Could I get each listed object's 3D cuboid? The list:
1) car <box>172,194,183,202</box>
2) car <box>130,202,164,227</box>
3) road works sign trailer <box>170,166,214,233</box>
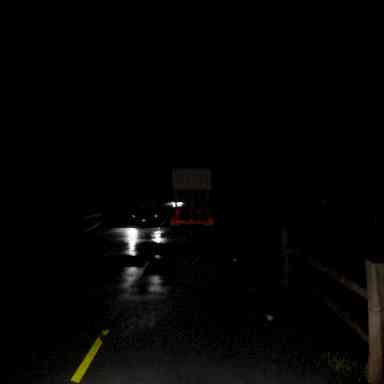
[{"bbox_3d":[-2.774,1.193,63.177,2.128,1.511,4.902,0,0,1],"label":"car"},{"bbox_3d":[-2.846,1.390,21.891,1.812,1.442,4.674,0,0,0],"label":"car"},{"bbox_3d":[0.003,0.348,18.751,2.380,3.560,2.880,0,0,0],"label":"road works sign trailer"}]
